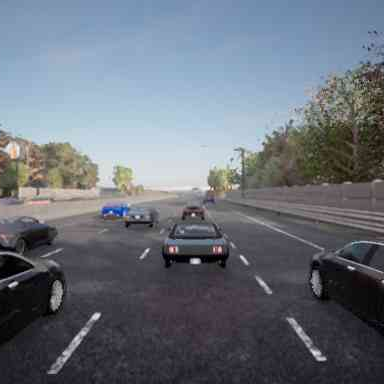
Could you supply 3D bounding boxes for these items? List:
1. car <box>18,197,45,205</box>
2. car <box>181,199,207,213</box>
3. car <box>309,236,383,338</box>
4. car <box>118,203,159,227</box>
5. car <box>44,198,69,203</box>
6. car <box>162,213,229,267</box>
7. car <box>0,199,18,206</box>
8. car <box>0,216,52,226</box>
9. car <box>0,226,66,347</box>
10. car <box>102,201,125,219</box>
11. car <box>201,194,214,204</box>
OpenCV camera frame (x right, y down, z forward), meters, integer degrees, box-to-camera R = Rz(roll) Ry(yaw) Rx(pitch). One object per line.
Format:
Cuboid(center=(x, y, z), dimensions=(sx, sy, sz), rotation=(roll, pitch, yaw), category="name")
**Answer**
Cuboid(center=(-21.075, 1.509, 45.252), dimensions=(2.097, 1.767, 4.553), rotation=(0, 0, 0), category="car")
Cuboid(center=(0.102, 1.603, 29.241), dimensions=(1.837, 1.490, 4.892), rotation=(0, 0, 0), category="car")
Cuboid(center=(3.536, 1.487, 5.512), dimensions=(1.837, 1.490, 4.892), rotation=(0, 0, 0), category="car")
Cuboid(center=(-3.398, 1.624, 23.232), dimensions=(2.033, 1.411, 5.357), rotation=(0, 0, 0), category="car")
Cuboid(center=(-17.573, 1.719, 44.677), dimensions=(1.994, 1.385, 4.181), rotation=(0, 0, 0), category="car")
Cuboid(center=(0.100, 1.637, 11.442), dimensions=(1.895, 1.301, 4.718), rotation=(0, 0, 0), category="car")
Cuboid(center=(-24.580, 1.701, 44.469), dimensions=(2.033, 1.411, 5.357), rotation=(0, 0, 0), category="car")
Cuboid(center=(-6.899, 1.605, 12.974), dimensions=(1.994, 1.385, 4.181), rotation=(0, 0, 0), category="car")
Cuboid(center=(-3.399, 1.519, 4.656), dimensions=(1.837, 1.490, 4.892), rotation=(0, 0, 0), category="car")
Cuboid(center=(-6.896, 1.581, 30.783), dimensions=(1.882, 1.535, 5.008), rotation=(0, 0, 0), category="car")
Cuboid(center=(3.502, 1.472, 70.199), dimensions=(2.150, 2.045, 5.566), rotation=(0, 0, 0), category="car")
